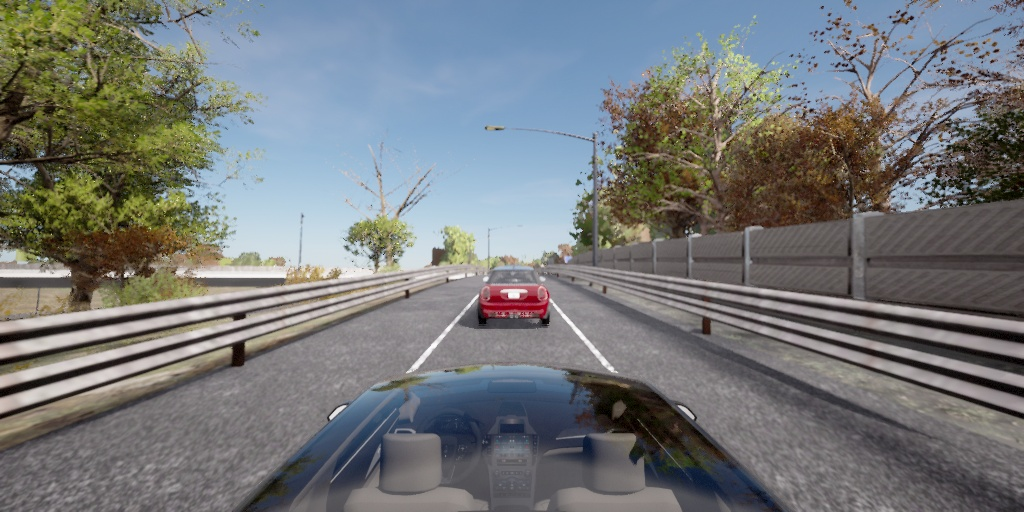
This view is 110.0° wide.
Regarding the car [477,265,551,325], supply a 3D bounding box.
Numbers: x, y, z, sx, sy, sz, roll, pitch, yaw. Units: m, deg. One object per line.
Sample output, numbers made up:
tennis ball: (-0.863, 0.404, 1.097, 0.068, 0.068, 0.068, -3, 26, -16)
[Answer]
car: (0.065, 1.123, 12.035, 2.097, 1.767, 4.553, 0, 0, 0)
